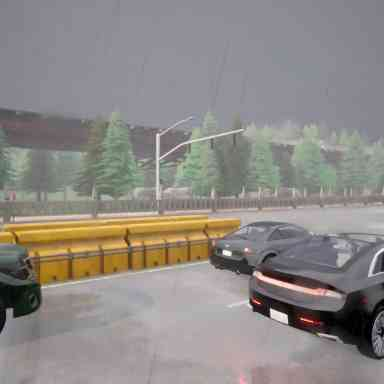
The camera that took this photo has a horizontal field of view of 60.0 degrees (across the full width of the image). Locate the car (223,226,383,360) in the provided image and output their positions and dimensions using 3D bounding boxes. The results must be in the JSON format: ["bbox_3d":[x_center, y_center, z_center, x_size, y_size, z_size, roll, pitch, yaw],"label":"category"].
[{"bbox_3d":[3.157,1.492,5.985,4.902,1.511,2.128,0,0,-36],"label":"car"}]

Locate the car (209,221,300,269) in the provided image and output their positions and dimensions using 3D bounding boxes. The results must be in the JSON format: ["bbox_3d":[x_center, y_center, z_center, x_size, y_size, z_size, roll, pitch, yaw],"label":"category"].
[{"bbox_3d":[2.547,1.564,9.846,4.181,1.385,1.994,0,0,-36],"label":"car"}]

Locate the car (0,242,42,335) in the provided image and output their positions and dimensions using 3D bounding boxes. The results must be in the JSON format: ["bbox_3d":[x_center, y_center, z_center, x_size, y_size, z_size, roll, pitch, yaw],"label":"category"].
[{"bbox_3d":[-5.079,1.221,4.429,5.566,2.045,2.150,0,0,-35],"label":"car"}]
